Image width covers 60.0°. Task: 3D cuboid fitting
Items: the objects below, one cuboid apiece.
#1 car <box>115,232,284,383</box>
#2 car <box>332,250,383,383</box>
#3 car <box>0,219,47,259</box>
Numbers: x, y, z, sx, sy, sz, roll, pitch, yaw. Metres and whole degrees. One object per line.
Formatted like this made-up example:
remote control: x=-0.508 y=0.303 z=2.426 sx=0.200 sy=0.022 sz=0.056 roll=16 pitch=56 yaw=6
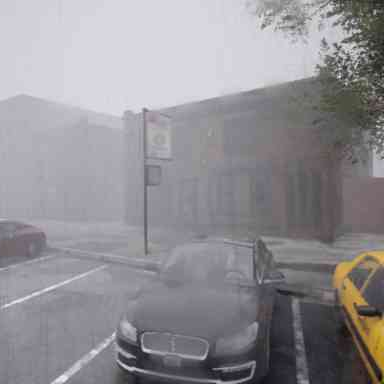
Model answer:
car: x=0.449 y=1.513 z=5.775 sx=2.231 sy=1.521 sz=4.892 roll=0 pitch=-1 yaw=16
car: x=2.838 y=1.479 z=3.847 sx=1.946 sy=1.575 sz=5.366 roll=0 pitch=-1 yaw=16
car: x=-6.873 y=1.635 z=11.007 sx=2.002 sy=1.452 sz=4.674 roll=0 pitch=-1 yaw=16
